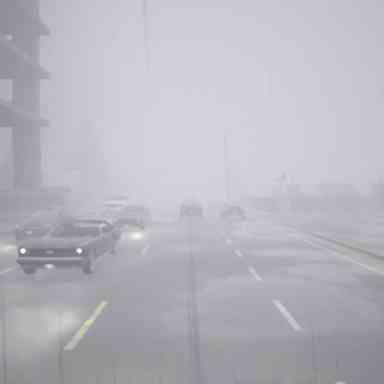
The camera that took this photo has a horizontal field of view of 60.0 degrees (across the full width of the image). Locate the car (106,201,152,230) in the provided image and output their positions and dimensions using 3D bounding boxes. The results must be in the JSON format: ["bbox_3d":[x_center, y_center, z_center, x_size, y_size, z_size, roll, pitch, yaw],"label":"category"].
[{"bbox_3d":[-3.683,1.531,21.411,2.033,1.411,5.357,0,0,0],"label":"car"}]

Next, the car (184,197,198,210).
[{"bbox_3d":[-0.144,1.458,44.294,1.837,1.490,4.892,0,0,0],"label":"car"}]

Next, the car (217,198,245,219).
[{"bbox_3d":[3.426,1.489,28.847,1.812,1.442,4.674,0,0,0],"label":"car"}]

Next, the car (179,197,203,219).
[{"bbox_3d":[-0.076,1.447,28.623,1.882,1.535,5.008,0,0,0],"label":"car"}]

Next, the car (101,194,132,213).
[{"bbox_3d":[-7.151,1.184,32.210,2.150,2.045,5.566,0,0,0],"label":"car"}]

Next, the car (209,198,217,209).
[{"bbox_3d":[3.356,1.473,44.790,1.812,1.442,4.674,0,0,0],"label":"car"}]

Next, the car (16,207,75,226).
[{"bbox_3d":[-7.170,1.519,17.010,1.812,1.442,4.674,0,0,0],"label":"car"}]

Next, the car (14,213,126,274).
[{"bbox_3d":[-3.644,1.596,10.718,1.895,1.301,4.718,0,0,0],"label":"car"}]
